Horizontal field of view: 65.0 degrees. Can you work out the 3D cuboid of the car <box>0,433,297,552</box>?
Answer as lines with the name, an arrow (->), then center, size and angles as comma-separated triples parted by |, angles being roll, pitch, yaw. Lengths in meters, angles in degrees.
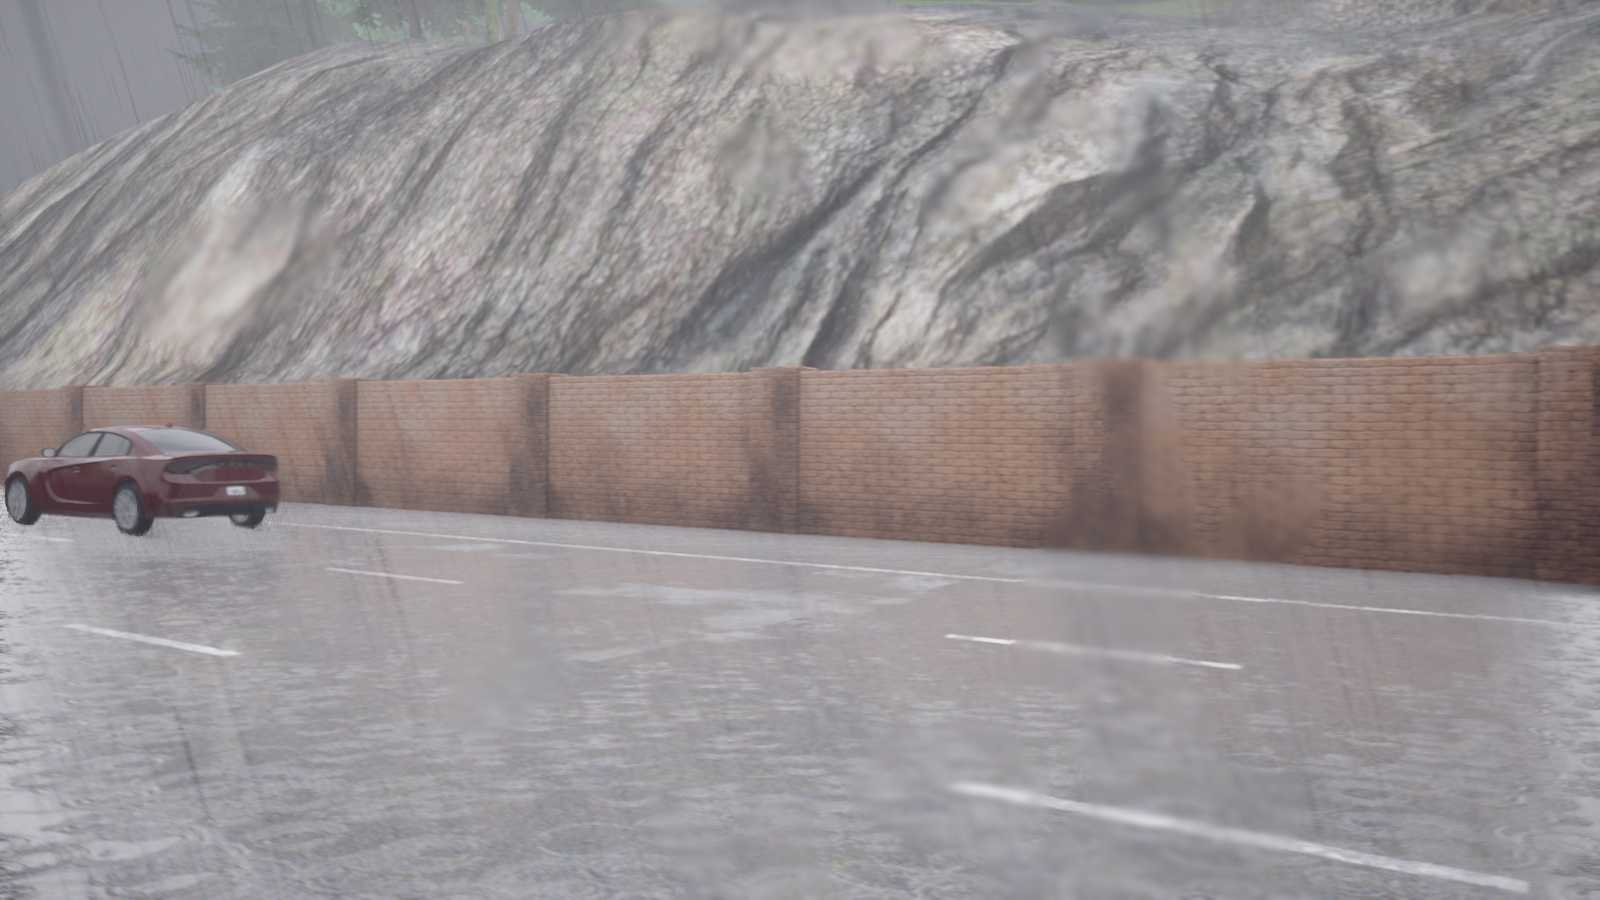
car -> -9.794, 0.545, 18.530 | 5.008, 1.535, 1.882 | 0, 1, 34
